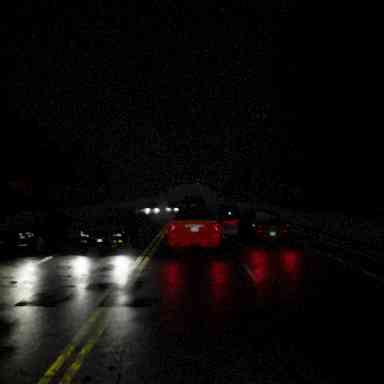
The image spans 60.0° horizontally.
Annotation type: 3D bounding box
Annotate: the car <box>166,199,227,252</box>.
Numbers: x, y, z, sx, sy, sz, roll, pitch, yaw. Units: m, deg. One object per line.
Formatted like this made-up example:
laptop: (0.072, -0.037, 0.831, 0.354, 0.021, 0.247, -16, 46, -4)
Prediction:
car: (0.098, 1.365, 14.098, 2.097, 1.767, 4.553, 0, 0, 0)

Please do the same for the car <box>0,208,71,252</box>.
car: (-6.600, 1.490, 14.035, 1.882, 1.535, 5.008, 0, 0, 0)

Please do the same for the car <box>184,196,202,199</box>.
car: (0.096, 1.379, 30.880, 2.150, 2.045, 5.566, 0, -1, 0)

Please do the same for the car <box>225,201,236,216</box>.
car: (3.346, 1.675, 31.928, 1.837, 1.490, 4.892, 0, -1, 0)

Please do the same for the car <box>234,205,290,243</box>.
car: (3.348, 1.547, 16.090, 1.812, 1.442, 4.674, 0, 0, 0)

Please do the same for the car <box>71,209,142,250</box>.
car: (-3.349, 1.518, 14.471, 1.837, 1.490, 4.892, 0, 0, 0)

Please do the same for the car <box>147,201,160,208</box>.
car: (-6.542, 2.112, 56.573, 1.895, 1.301, 4.718, 0, -1, 1)

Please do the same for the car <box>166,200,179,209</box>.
car: (-3.296, 2.077, 56.730, 1.994, 1.385, 4.181, 0, -1, 1)
